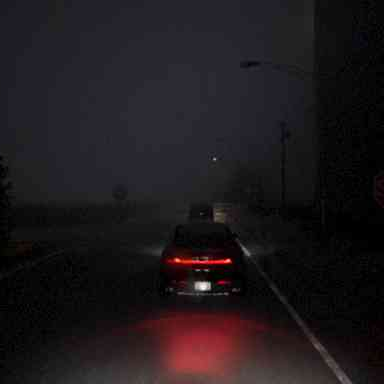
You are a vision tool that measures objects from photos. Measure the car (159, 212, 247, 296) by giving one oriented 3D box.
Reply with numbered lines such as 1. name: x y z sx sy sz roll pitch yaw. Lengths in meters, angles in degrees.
1. car: 0.269 1.494 8.588 1.837 1.490 4.892 0 0 2

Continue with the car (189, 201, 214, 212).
1. car: 0.744 1.443 26.904 1.882 1.535 5.008 0 0 2
